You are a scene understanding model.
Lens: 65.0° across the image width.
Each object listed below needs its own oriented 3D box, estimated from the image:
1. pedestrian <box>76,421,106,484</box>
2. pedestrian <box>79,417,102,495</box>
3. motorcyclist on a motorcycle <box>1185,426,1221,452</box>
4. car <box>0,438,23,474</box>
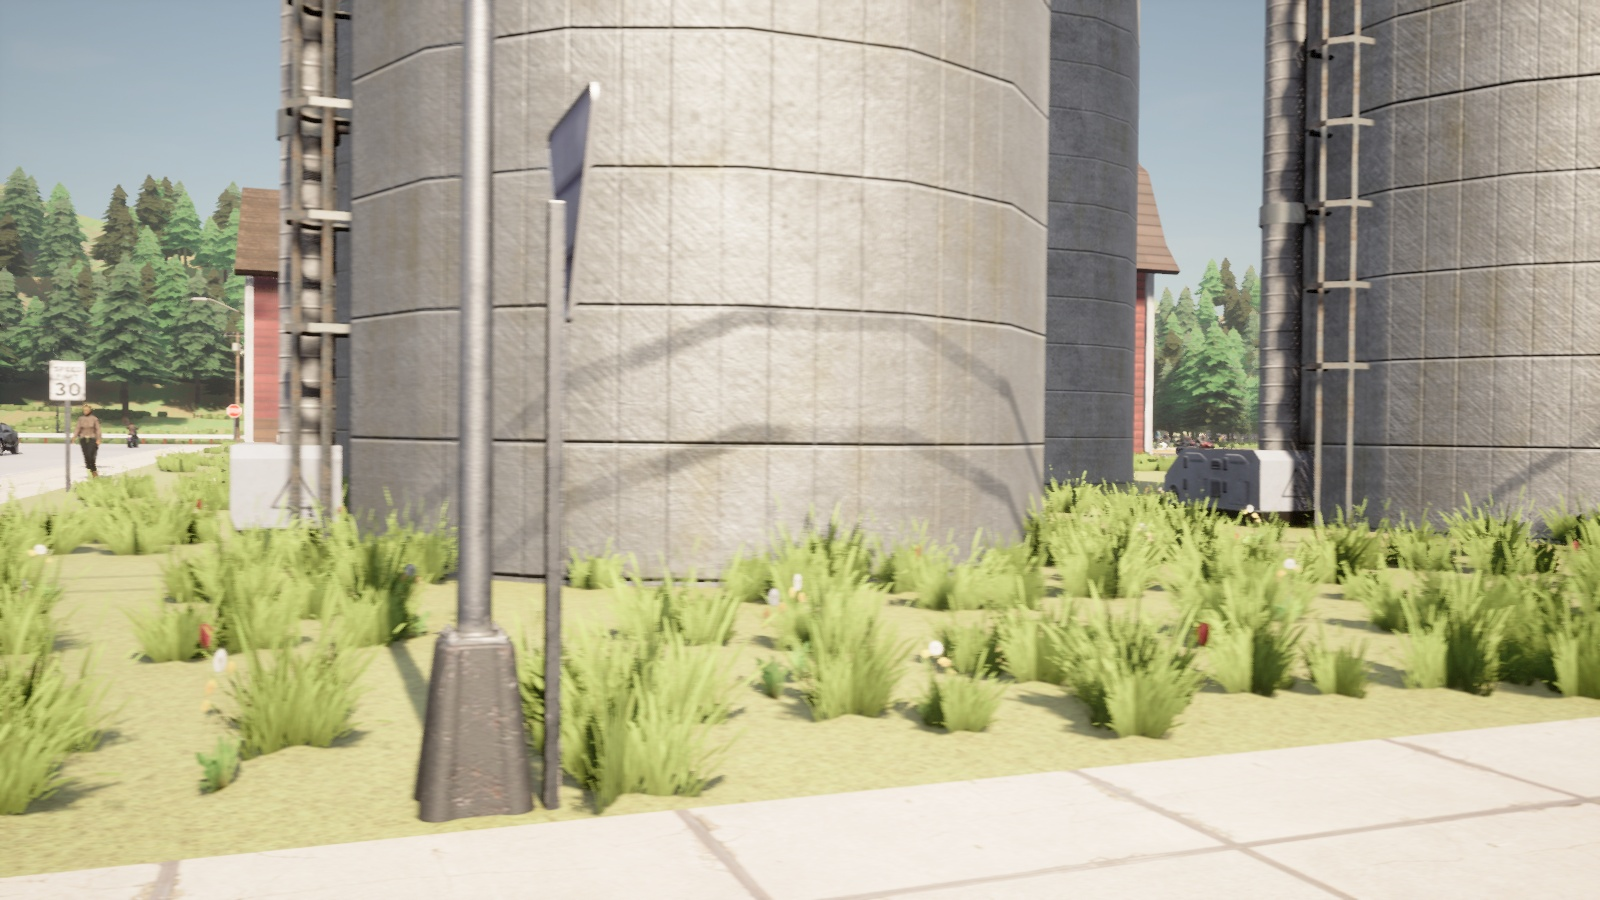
[{"bbox_3d":[-21.340,0.067,37.817,0.634,1.844,0.899,-1,1,-20],"label":"pedestrian"},{"bbox_3d":[-17.038,0.145,30.159,0.331,1.846,0.634,-1,1,-16],"label":"pedestrian"},{"bbox_3d":[23.957,-0.655,74.651,0.866,1.530,2.191,-1,1,-22],"label":"motorcyclist on a motorcycle"},{"bbox_3d":[-36.397,0.251,56.200,1.882,1.535,5.008,-1,1,-22],"label":"car"}]
